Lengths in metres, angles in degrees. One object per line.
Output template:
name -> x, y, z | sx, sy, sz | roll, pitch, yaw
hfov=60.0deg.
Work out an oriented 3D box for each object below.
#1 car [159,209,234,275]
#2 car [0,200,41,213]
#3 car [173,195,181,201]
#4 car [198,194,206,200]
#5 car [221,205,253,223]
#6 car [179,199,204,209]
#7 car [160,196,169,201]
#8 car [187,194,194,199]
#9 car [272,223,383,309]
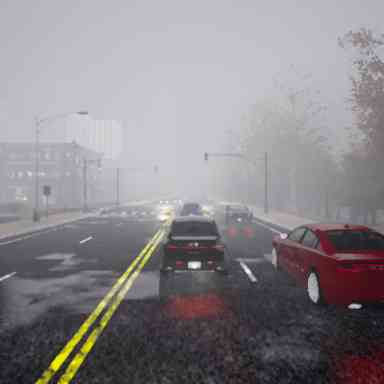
car -> 0.049, 1.500, 10.438 | 1.837, 1.490, 4.892 | 0, 0, 0
car -> -20.149, 1.803, 39.165 | 4.313, 1.339, 1.947 | -1, 1, 0
car -> -3.669, 1.497, 84.077 | 1.994, 1.385, 4.181 | 0, 0, 0
car -> 2.798, 1.284, 90.101 | 2.097, 1.767, 4.553 | 0, 0, 0
car -> 3.229, 1.585, 24.801 | 1.895, 1.301, 4.718 | 0, 0, 0
car -> -0.049, 1.511, 26.299 | 1.812, 1.442, 4.674 | 0, 0, -1
car -> -6.919, 1.541, 84.031 | 1.895, 1.301, 4.718 | 0, 0, 0
car -> -0.452, 1.455, 90.115 | 1.812, 1.442, 4.674 | 0, 0, 0
car -> 3.309, 1.472, 7.953 | 1.882, 1.535, 5.008 | 0, 0, 0
